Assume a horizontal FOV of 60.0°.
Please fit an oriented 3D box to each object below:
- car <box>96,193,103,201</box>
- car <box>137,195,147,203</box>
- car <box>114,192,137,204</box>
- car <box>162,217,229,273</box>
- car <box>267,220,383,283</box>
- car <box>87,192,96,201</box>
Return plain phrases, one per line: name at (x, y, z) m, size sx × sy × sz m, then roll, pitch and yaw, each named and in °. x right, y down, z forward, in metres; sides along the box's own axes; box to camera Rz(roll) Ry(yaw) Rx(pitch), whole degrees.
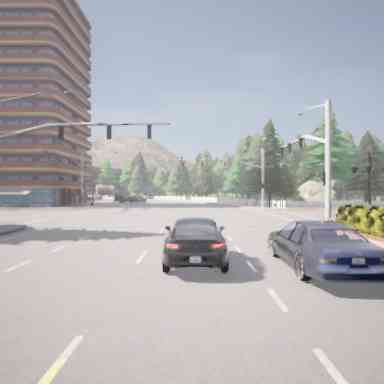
car at (-22.982, 1.042, 76.265) m, size 5.566 × 2.045 × 2.150 m, roll 0°, pitch 0°, yaw 31°
car at (-10.503, 1.346, 64.922) m, size 1.837 × 1.490 × 4.892 m, roll 1°, pitch 0°, yaw -35°
car at (-12.768, 1.072, 61.964) m, size 2.150 × 2.045 × 5.566 m, roll 0°, pitch 0°, yaw -33°
car at (0.098, 1.500, 10.490) m, size 1.812 × 1.442 × 4.674 m, roll 0°, pitch 0°, yaw 0°
car at (3.592, 1.524, 9.644) m, size 2.033 × 1.411 × 5.357 m, roll 0°, pitch 0°, yaw 1°
car at (-24.475, 1.050, 73.093) m, size 5.566 × 2.045 × 2.150 m, roll 0°, pitch 0°, yaw 31°
